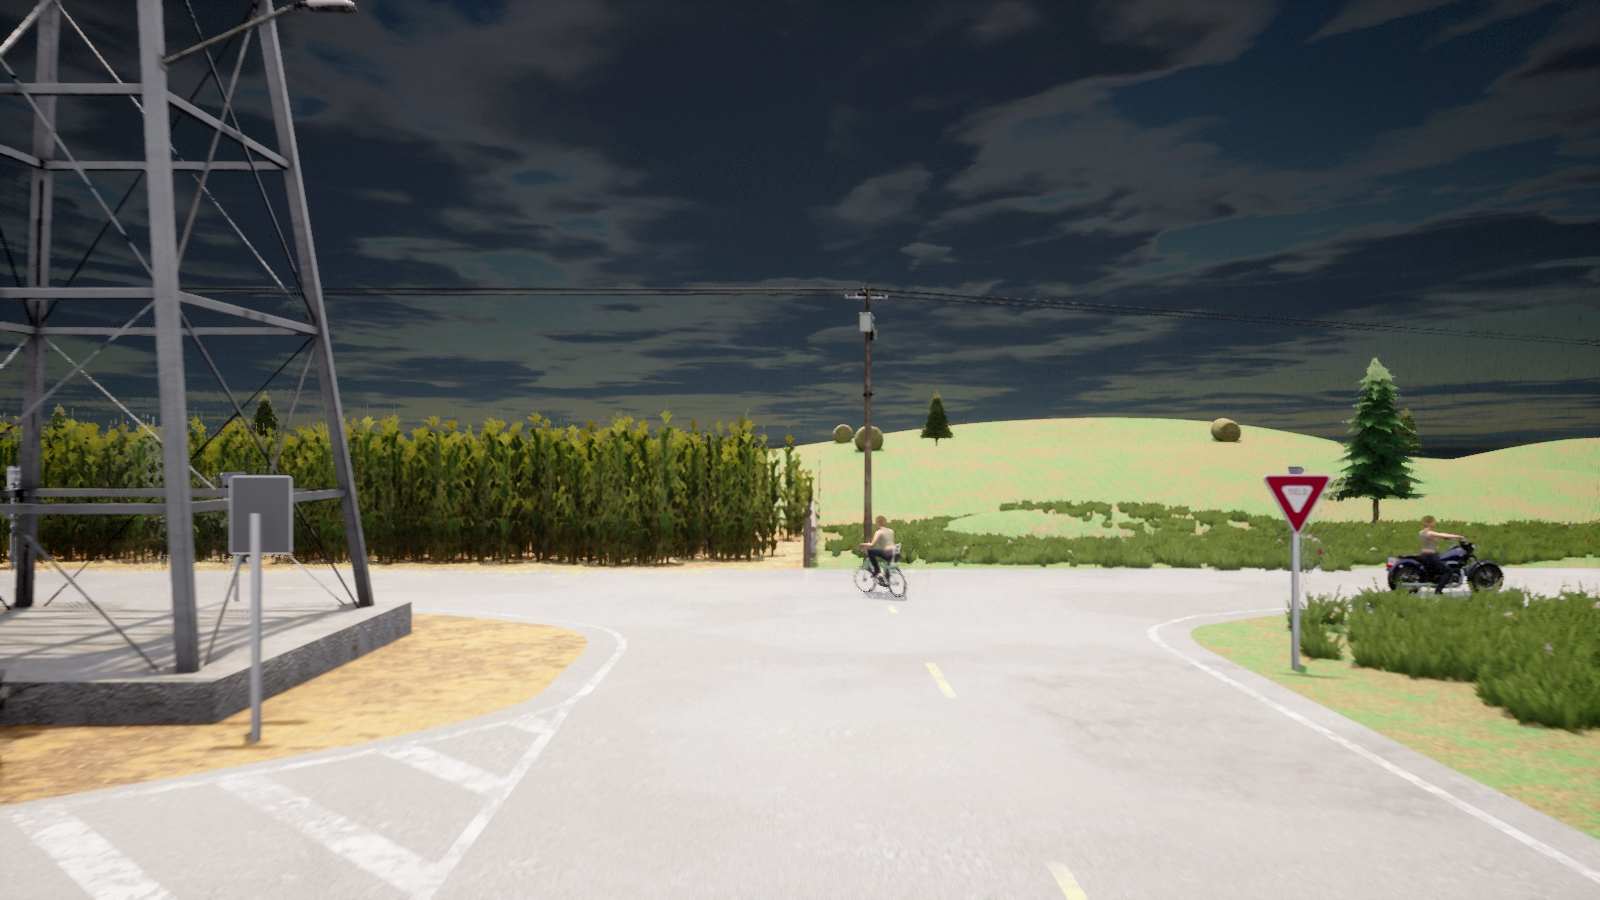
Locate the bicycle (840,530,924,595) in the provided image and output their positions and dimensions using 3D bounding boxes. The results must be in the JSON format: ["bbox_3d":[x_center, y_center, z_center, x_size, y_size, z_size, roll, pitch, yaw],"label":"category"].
[{"bbox_3d":[1.624,2.223,22.830,0.859,1.080,1.487,-4,3,-38],"label":"bicycle"}]
